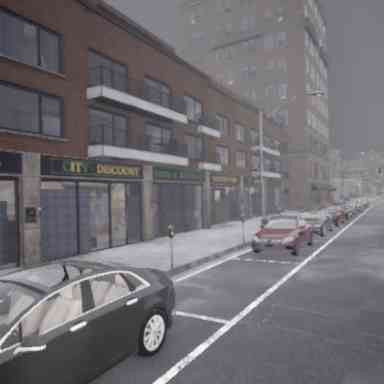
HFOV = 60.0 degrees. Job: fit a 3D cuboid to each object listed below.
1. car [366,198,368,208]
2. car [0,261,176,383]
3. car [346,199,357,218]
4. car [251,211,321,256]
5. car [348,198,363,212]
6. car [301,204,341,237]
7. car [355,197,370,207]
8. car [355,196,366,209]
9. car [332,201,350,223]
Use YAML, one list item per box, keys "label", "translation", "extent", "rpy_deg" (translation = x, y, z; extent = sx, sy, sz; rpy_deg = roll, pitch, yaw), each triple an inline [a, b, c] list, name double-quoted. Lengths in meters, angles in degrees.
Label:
- label: "car"
  translation: [20.674, 1.479, 41.807]
  extent: [1.752, 1.417, 4.829]
  rpy_deg: [-2, -1, 31]
- label: "car"
  translation: [-1.872, 1.652, 4.045]
  extent: [2.008, 1.369, 4.403]
  rpy_deg: [-2, -1, 31]
- label: "car"
  translation: [12.275, 1.569, 27.737]
  extent: [1.947, 1.339, 4.313]
  rpy_deg: [-2, -1, 31]
- label: "car"
  translation: [3.788, 1.643, 13.522]
  extent: [1.802, 1.307, 4.206]
  rpy_deg: [-2, -1, 31]
- label: "car"
  translation: [15.104, 1.536, 32.476]
  extent: [2.008, 1.369, 4.403]
  rpy_deg: [-2, -1, 31]
- label: "car"
  translation: [6.616, 1.593, 18.261]
  extent: [2.008, 1.369, 4.403]
  rpy_deg: [-2, -1, 31]
- label: "car"
  translation: [26.422, 1.504, 51.429]
  extent: [1.802, 1.307, 4.206]
  rpy_deg: [-2, -1, 31]
- label: "car"
  translation: [17.930, 1.409, 37.215]
  extent: [1.967, 1.590, 4.097]
  rpy_deg: [-2, -1, 31]
- label: "car"
  translation: [9.445, 1.567, 22.999]
  extent: [1.887, 1.381, 4.507]
  rpy_deg: [-2, -1, 31]
